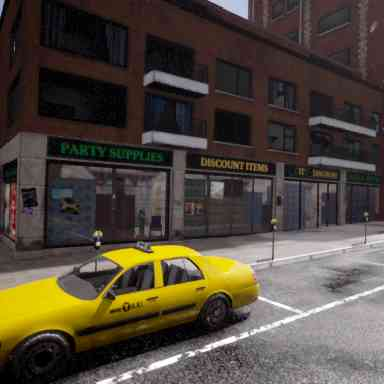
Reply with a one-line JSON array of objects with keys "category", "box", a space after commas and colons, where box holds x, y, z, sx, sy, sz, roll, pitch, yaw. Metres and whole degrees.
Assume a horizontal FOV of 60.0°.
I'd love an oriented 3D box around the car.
[{"category": "car", "box": [-1.025, 1.527, 5.341, 4.829, 1.417, 1.752, 0, 2, -35]}]
